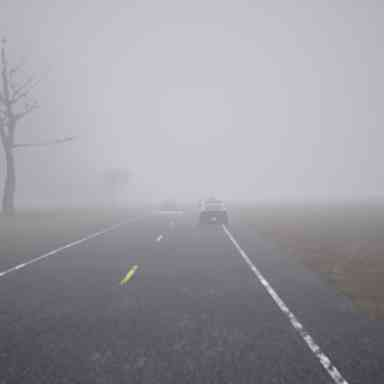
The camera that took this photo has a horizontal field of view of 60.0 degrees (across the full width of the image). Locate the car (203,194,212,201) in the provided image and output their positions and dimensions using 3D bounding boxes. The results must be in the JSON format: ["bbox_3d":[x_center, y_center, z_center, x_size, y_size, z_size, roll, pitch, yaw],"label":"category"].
[{"bbox_3d":[3.768,1.272,78.763,1.812,1.442,4.674,0,0,6],"label":"car"}]

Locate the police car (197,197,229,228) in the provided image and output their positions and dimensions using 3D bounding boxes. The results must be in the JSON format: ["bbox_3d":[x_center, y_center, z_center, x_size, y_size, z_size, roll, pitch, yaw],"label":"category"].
[{"bbox_3d":[1.369,1.405,22.212,1.930,1.638,5.238,0,0,2],"label":"police car"}]

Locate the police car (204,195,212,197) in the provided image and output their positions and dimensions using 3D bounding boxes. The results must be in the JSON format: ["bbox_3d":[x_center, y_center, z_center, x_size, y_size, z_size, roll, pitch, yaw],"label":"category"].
[{"bbox_3d":[1.705,1.395,32.173,1.930,1.638,5.238,0,0,2],"label":"police car"}]

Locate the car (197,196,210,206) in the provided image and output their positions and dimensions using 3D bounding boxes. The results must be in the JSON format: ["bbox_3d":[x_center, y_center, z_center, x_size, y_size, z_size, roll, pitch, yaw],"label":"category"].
[{"bbox_3d":[1.953,1.486,56.531,2.033,1.411,5.357,0,0,4],"label":"car"}]

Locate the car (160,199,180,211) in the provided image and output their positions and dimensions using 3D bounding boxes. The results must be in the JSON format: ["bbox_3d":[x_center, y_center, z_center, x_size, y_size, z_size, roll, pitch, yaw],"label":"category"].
[{"bbox_3d":[-2.588,1.525,39.672,1.994,1.385,4.181,0,0,3],"label":"car"}]
